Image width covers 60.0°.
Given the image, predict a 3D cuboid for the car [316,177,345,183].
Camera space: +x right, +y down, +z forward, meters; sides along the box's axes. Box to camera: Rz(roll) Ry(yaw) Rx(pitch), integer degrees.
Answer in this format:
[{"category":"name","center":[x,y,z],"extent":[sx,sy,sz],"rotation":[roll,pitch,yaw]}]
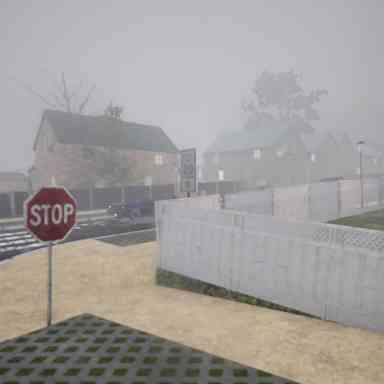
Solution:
[{"category":"car","center":[12.904,-0.632,31.154],"extent":[4.553,1.767,2.097],"rotation":[-4,3,-42]}]

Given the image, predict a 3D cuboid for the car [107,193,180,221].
[{"category":"car","center":[-2.219,0.732,18.328],"extent":[4.718,1.301,1.895],"rotation":[-4,3,-40]}]

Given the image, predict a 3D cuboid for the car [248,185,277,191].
[{"category":"car","center":[5.044,0.197,24.493],"extent":[4.718,1.301,1.895],"rotation":[-4,3,-40]}]
